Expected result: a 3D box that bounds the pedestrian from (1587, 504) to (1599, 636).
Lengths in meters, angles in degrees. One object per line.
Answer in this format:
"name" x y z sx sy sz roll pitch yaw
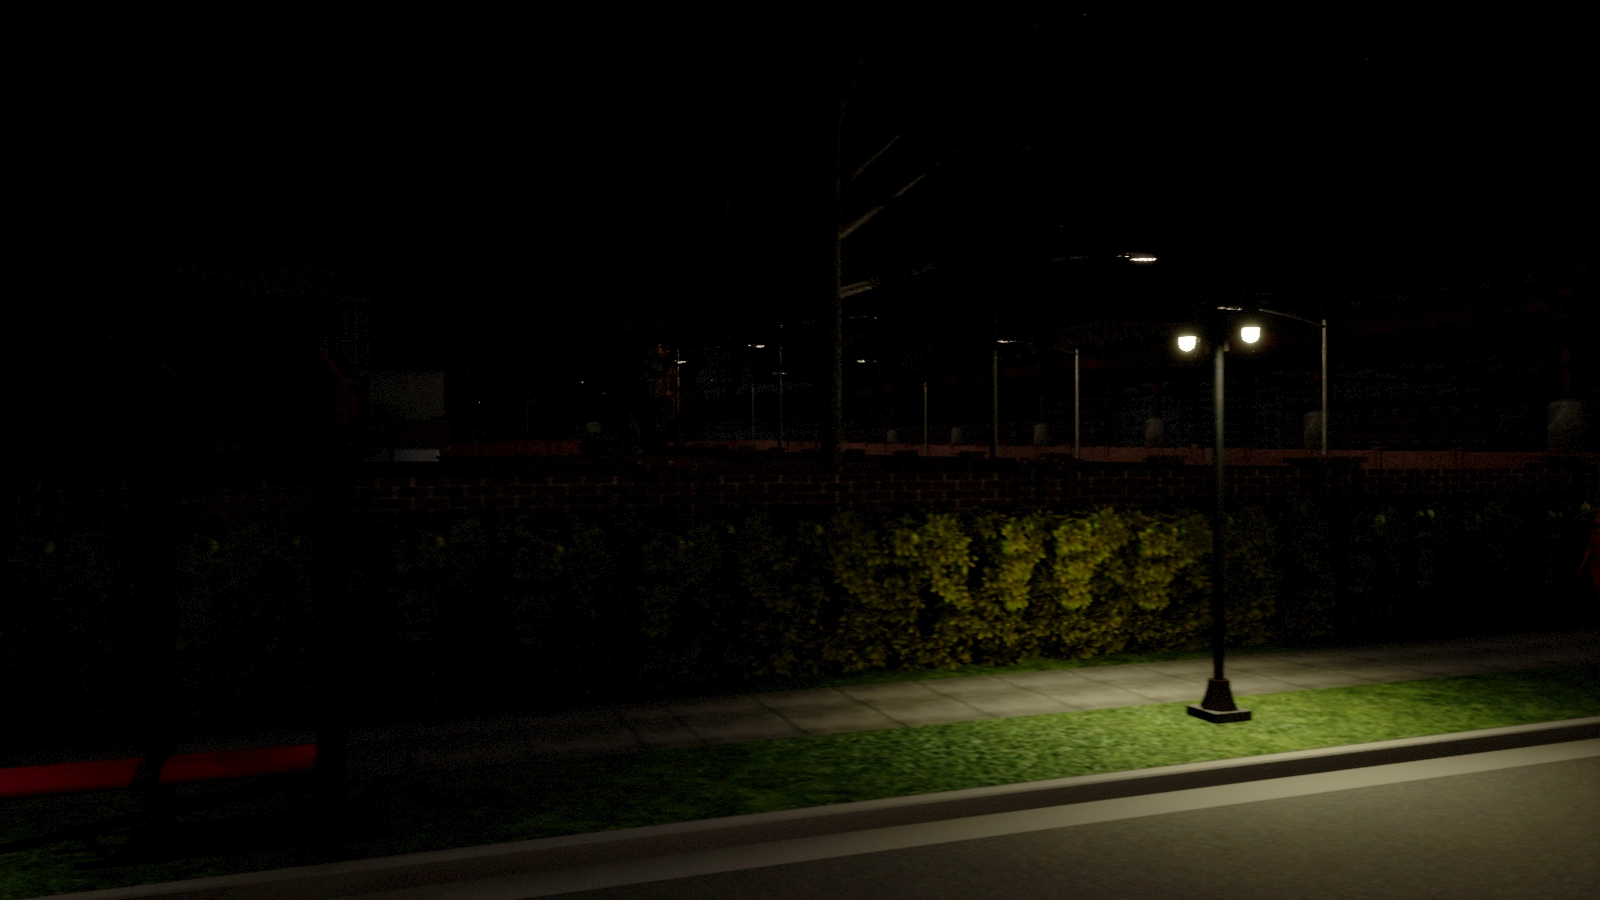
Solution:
"pedestrian" 11.515 1.703 16.253 0.375 1.860 0.375 0 0 -20
